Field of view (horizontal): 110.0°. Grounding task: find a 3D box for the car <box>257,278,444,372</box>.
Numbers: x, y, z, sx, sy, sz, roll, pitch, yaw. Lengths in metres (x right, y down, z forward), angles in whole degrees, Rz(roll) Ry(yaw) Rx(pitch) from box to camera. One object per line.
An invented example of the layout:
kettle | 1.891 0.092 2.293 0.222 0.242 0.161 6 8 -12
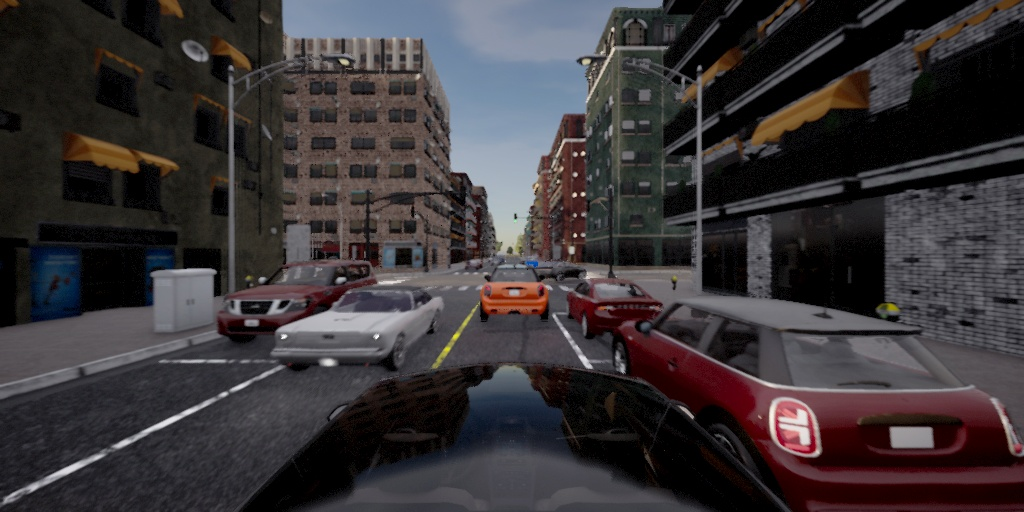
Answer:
car | -2.831 1.333 7.743 1.895 1.301 4.718 0 0 0

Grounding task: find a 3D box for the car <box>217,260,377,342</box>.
car | -5.314 1.041 9.839 2.192 1.841 5.009 0 0 0

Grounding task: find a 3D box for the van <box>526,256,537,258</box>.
van | 2.577 0.948 47.880 1.690 1.789 3.998 0 0 0

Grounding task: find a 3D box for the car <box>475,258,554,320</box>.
car | 0.080 1.071 12.526 2.097 1.767 4.553 0 0 0

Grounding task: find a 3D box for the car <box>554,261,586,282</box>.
car | 3.693 1.112 26.859 2.128 1.511 4.902 -1 0 44

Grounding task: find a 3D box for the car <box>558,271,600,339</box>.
car | 2.567 1.271 9.837 1.888 1.381 4.507 0 0 0

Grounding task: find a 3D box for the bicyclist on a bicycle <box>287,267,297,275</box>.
bicyclist on a bicycle | -22.721 1.187 36.995 0.582 1.620 1.656 -1 1 0

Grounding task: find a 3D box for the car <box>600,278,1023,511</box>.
car | 2.565 1.182 4.243 1.967 1.591 4.097 0 0 0

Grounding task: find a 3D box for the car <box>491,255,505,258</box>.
car | -2.774 1.049 62.634 2.128 1.511 4.902 0 0 1

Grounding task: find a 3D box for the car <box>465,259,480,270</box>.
car | -5.270 1.189 48.044 1.802 1.307 4.207 0 0 0
